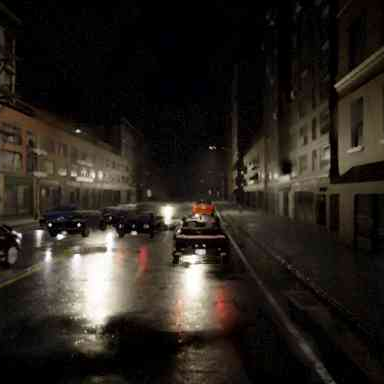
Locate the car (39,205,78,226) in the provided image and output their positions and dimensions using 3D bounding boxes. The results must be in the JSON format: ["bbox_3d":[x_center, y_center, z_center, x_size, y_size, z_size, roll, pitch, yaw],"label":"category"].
[{"bbox_3d":[-9.121,1.668,23.871,1.812,1.442,4.674,0,0,3],"label":"car"}]

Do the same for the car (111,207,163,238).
[{"bbox_3d":[-2.726,1.705,18.341,1.895,1.301,4.718,0,0,2],"label":"car"}]

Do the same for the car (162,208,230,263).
[{"bbox_3d":[0.321,1.565,12.278,2.128,1.511,4.902,0,0,2],"label":"car"}]

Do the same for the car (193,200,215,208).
[{"bbox_3d":[1.217,1.539,33.739,2.097,1.767,4.553,0,0,3],"label":"car"}]

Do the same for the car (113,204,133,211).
[{"bbox_3d":[-5.874,1.746,23.722,1.895,1.301,4.718,0,0,3],"label":"car"}]

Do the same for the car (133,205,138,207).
[{"bbox_3d":[-5.679,1.761,28.985,1.895,1.301,4.718,0,0,3],"label":"car"}]

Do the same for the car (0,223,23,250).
[{"bbox_3d":[-6.455,1.556,8.892,1.837,1.490,4.892,0,0,1],"label":"car"}]

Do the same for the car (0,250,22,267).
[{"bbox_3d":[-3.107,1.516,1.797,1.837,1.490,4.892,0,0,0],"label":"car"}]

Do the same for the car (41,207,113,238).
[{"bbox_3d":[-6.149,1.705,18.456,1.895,1.301,4.718,0,0,3],"label":"car"}]
